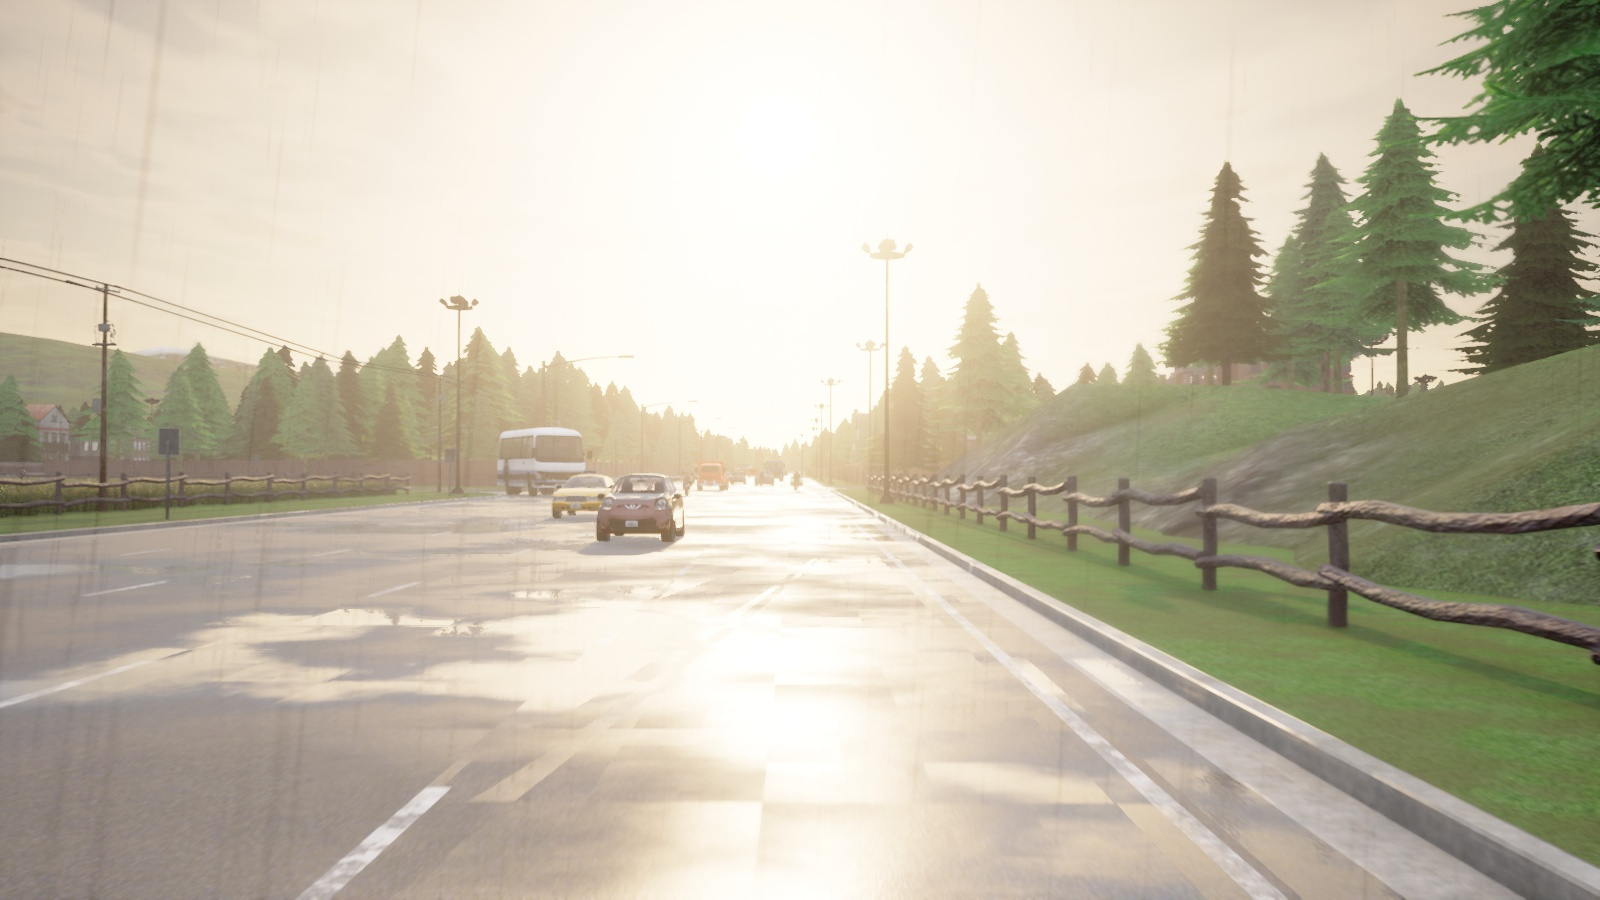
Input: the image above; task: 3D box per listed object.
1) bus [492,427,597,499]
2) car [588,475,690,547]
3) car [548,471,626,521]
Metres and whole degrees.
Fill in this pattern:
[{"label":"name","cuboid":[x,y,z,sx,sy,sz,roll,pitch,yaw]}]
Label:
[{"label":"bus","cuboid":[-16.310,0.857,79.505,3.944,4.253,10.273,1,-1,-26]},{"label":"car","cuboid":[-3.570,1.329,28.463,1.845,1.501,3.633,0,-1,0]},{"label":"car","cuboid":[-7.139,1.506,42.518,1.801,1.575,5.366,0,-1,-1]}]
